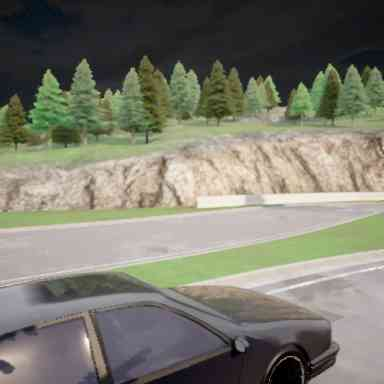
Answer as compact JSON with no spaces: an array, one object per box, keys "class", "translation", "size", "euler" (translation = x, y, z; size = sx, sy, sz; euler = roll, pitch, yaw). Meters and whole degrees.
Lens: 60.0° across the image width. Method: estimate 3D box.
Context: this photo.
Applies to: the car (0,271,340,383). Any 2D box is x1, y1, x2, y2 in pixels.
[{"class":"car","translation":[-0.947,1.531,3.018],"size":[5.357,1.411,2.033],"euler":[-1,1,-35]}]
